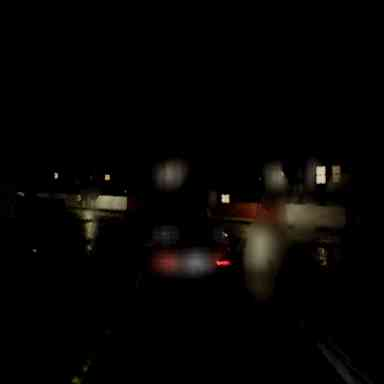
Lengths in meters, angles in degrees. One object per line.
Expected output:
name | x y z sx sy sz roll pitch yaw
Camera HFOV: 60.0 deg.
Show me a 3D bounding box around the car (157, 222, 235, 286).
car | 0.101 1.593 9.609 2.033 1.411 5.357 0 0 0
